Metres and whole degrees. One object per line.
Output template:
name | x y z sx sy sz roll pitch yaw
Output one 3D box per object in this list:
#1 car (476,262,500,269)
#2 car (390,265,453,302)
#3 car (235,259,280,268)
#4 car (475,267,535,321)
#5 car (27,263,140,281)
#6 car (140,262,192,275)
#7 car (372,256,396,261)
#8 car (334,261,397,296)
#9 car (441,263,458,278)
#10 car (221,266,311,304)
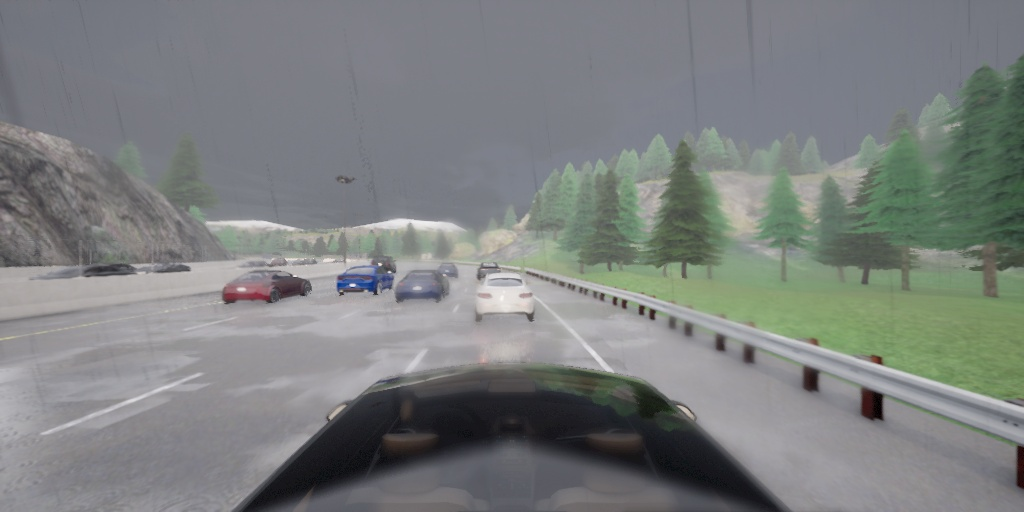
car | -1.969 1.246 30.019 2.128 1.511 4.902 0 0 -8
car | -4.099 1.322 16.946 1.994 1.385 4.181 0 0 -4
car | -23.838 1.291 32.923 2.128 1.511 4.902 0 0 -10
car | -0.285 1.276 12.342 1.812 1.442 4.674 0 0 -3
car | -25.787 1.307 21.567 1.837 1.490 4.892 0 0 -7
car | -30.704 1.305 31.603 2.128 1.511 4.902 0 0 -10
car | -14.199 1.000 39.824 2.150 2.045 5.566 0 0 -11
car | -7.814 1.243 19.582 1.882 1.535 5.008 0 0 -5
car | -6.143 1.327 34.244 1.994 1.385 4.181 0 0 -9
car | -11.083 1.336 16.516 1.994 1.385 4.181 0 0 -4
